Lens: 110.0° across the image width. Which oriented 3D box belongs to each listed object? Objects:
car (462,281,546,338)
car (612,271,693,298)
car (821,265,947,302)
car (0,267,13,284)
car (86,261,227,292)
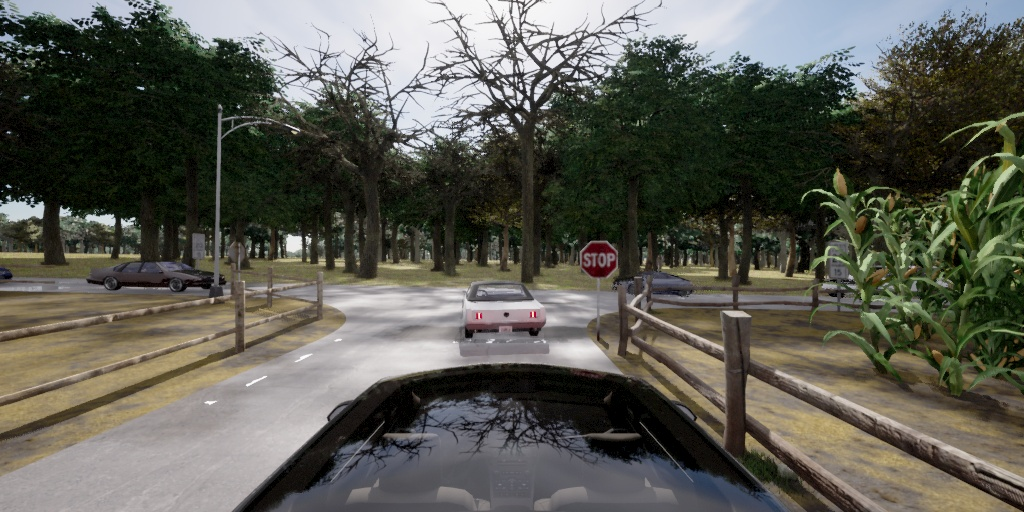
[{"bbox_3d":[-0.458,1.351,10.221,1.895,1.301,4.718,0,0,-8],"label":"car"},{"bbox_3d":[7.812,1.532,20.082,4.181,1.385,1.994,1,0,0],"label":"car"},{"bbox_3d":[20.694,1.497,20.023,5.566,2.045,2.150,2,0,0],"label":"car"},{"bbox_3d":[-27.293,0.659,17.293,4.674,1.442,1.812,1,0,0],"label":"car"},{"bbox_3d":[-16.976,0.924,17.248,5.357,1.411,2.033,1,0,0],"label":"car"}]
